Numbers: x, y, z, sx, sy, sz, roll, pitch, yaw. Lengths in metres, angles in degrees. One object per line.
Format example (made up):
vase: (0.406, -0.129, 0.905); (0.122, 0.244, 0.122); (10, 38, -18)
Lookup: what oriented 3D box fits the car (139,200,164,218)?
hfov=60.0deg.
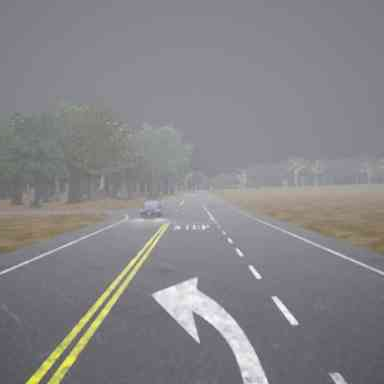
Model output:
car: (-3.505, 1.454, 29.461); (1.812, 1.442, 4.674); (0, 1, 0)
